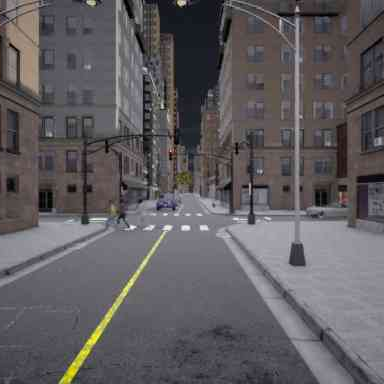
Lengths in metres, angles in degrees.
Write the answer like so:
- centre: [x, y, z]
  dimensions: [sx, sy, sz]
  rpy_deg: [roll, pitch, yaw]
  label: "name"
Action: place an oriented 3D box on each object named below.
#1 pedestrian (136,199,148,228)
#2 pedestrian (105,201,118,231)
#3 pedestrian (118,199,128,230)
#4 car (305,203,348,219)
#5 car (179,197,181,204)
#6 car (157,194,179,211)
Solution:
- centre: [-3.064, 1.298, 20.470]
  dimensions: [0.375, 1.860, 0.375]
  rpy_deg: [0, 0, 0]
  label: "pedestrian"
- centre: [-4.687, 1.298, 19.254]
  dimensions: [0.375, 1.860, 0.375]
  rpy_deg: [0, 0, 0]
  label: "pedestrian"
- centre: [-4.187, 1.298, 19.792]
  dimensions: [0.375, 1.860, 0.375]
  rpy_deg: [0, 0, 0]
  label: "pedestrian"
- centre: [12.323, 1.593, 28.645]
  dimensions: [4.718, 1.301, 1.895]
  rpy_deg: [0, 0, 0]
  label: "car"
- centre: [-3.139, 1.569, 51.907]
  dimensions: [2.033, 1.411, 5.357]
  rpy_deg: [0, 0, 0]
  label: "car"
- centre: [-3.138, 1.237, 41.547]
  dimensions: [2.150, 2.045, 5.566]
  rpy_deg: [0, 0, -1]
  label: "car"
